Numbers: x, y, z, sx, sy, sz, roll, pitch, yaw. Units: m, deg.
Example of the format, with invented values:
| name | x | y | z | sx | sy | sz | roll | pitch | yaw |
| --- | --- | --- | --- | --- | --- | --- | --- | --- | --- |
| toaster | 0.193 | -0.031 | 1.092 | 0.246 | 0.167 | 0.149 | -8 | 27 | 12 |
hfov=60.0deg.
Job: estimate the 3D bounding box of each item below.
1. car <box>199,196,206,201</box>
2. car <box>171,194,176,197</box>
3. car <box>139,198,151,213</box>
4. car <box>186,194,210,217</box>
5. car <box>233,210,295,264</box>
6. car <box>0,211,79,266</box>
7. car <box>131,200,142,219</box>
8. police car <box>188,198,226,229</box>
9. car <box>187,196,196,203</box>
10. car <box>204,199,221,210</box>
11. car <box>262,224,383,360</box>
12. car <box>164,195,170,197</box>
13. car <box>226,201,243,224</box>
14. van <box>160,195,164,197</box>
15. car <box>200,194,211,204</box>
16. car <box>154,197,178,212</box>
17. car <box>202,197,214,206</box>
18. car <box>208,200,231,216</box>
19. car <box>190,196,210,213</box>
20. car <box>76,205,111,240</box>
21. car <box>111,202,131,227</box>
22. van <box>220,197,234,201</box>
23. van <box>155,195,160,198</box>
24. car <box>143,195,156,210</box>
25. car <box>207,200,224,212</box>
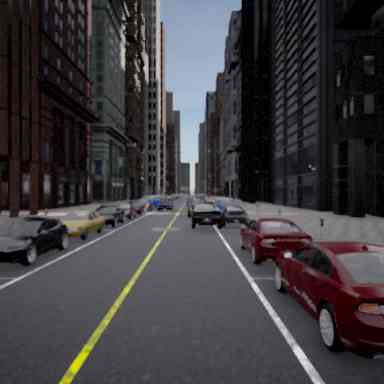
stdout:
| name | x | y | z | sx | sy | sz | roll | pitch | yaw |
| --- | --- | --- | --- | --- | --- | --- | --- | --- | --- |
| car | 2.724 | 1.701 | 90.764 | 1.752 | 1.417 | 4.829 | 0 | 0 | 0 |
| car | -5.798 | 1.703 | 84.941 | 1.887 | 1.381 | 4.507 | 0 | 0 | 0 |
| car | -5.778 | 1.610 | 34.212 | 1.947 | 1.339 | 4.313 | 0 | 0 | 0 |
| car | 0.663 | 1.385 | 32.149 | 2.097 | 1.767 | 4.553 | -1 | 0 | 2 |
| car | 2.757 | 1.557 | 11.687 | 1.887 | 1.381 | 4.507 | 0 | 0 | 0 |
| car | -5.768 | 1.577 | 11.666 | 1.947 | 1.339 | 4.313 | 0 | 0 | 0 |
| car | -5.775 | 1.616 | 28.576 | 1.802 | 1.307 | 4.206 | 0 | 0 | 0 |
| police car | 0.891 | 1.451 | 22.254 | 1.930 | 1.638 | 5.238 | 0 | 0 | 0 |
| car | -0.029 | 1.628 | 73.272 | 1.895 | 1.301 | 4.718 | 0 | 0 | 0 |
| car | 2.743 | 1.617 | 45.505 | 2.008 | 1.369 | 4.403 | 0 | 0 | 0 |
| car | 2.759 | 1.551 | 6.051 | 1.887 | 1.381 | 4.507 | 0 | 0 | 0 |
| car | -5.790 | 1.416 | 62.395 | 2.192 | 1.841 | 5.009 | 0 | 0 | 0 |
| car | 2.752 | 1.578 | 22.959 | 2.008 | 1.369 | 4.403 | 0 | 0 | 0 |
| van | -5.785 | 1.418 | 51.122 | 1.690 | 1.788 | 3.998 | 0 | 0 | 0 |
| car | 2.733 | 1.430 | 68.050 | 2.192 | 1.841 | 5.009 | 0 | 0 | 0 |
| car | -3.108 | 1.655 | 39.899 | 1.895 | 1.301 | 4.718 | 0 | 0 | 0 |
| car | 2.738 | 1.634 | 56.777 | 1.887 | 1.381 | 4.507 | 0 | 0 | 0 |
| car | 2.747 | 1.596 | 34.232 | 2.008 | 1.369 | 4.403 | 0 | 0 | 0 |
| car | 0.884 | 1.403 | 38.115 | 2.097 | 1.767 | 4.553 | 0 | 0 | 0 |
| car | -5.770 | 1.543 | 17.132 | 1.752 | 1.417 | 4.829 | 0 | 0 | 0 |
| car | -5.773 | 1.592 | 22.939 | 1.947 | 1.339 | 4.313 | 0 | 0 | 0 |
| van | 2.749 | 1.376 | 28.596 | 1.690 | 1.788 | 3.998 | 0 | 0 | 0 |
| van | -5.783 | 1.406 | 45.486 | 1.690 | 1.788 | 3.998 | 0 | 0 | 0 |
| car | -5.780 | 1.494 | 39.849 | 1.967 | 1.590 | 4.097 | 0 | 0 | 0 |
| car | 2.745 | 1.637 | 39.868 | 1.802 | 1.307 | 4.206 | 0 | 0 | 0 |
